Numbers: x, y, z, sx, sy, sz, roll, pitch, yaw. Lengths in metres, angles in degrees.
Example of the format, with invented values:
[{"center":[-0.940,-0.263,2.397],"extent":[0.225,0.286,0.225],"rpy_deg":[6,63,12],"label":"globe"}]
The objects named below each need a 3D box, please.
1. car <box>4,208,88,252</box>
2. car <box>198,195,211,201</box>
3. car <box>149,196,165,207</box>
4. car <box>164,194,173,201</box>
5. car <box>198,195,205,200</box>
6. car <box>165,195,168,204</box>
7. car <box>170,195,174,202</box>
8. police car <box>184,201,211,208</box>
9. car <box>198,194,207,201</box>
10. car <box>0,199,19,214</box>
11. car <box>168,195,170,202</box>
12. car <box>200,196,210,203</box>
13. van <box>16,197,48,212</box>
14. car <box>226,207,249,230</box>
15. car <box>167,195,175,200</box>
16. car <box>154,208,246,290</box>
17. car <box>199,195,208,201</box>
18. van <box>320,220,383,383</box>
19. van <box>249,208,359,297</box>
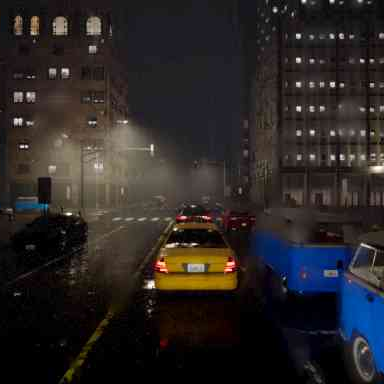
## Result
[{"center":[-5.682,1.567,13.878],"extent":[1.947,1.339,4.313],"rpy_deg":[1,0,0],"label":"car"},{"center":[2.693,1.529,63.196],"extent":[2.008,1.369,4.403],"rpy_deg":[1,0,0],"label":"car"},{"center":[-5.686,1.572,51.893],"extent":[1.802,1.307,4.206],"rpy_deg":[1,0,0],"label":"car"},{"center":[-5.687,1.400,80.151],"extent":[1.967,1.590,4.097],"rpy_deg":[1,0,0],"label":"car"},{"center":[2.690,1.472,91.624],"extent":[1.752,1.417,4.829],"rpy_deg":[1,0,0],"label":"car"},{"center":[-5.684,1.425,57.546],"extent":[1.967,1.590,4.097],"rpy_deg":[1,0,0],"label":"car"},{"center":[-5.688,1.517,74.499],"extent":[2.008,1.369,4.403],"rpy_deg":[1,0,0],"label":"car"},{"center":[0.102,1.505,19.375],"extent":[2.038,1.542,4.974],"rpy_deg":[0,0,0],"label":"police car"},{"center":[2.692,1.394,85.803],"extent":[1.967,1.590,4.097],"rpy_deg":[1,0,0],"label":"car"},{"center":[-19.847,1.620,32.380],"extent":[4.403,1.369,2.008],"rpy_deg":[0,0,1],"label":"car"},{"center":[-5.687,1.560,63.196],"extent":[1.802,1.307,4.206],"rpy_deg":[1,0,0],"label":"car"},{"center":[2.693,1.517,68.848],"extent":[1.887,1.381,4.507],"rpy_deg":[1,0,0],"label":"car"},{"center":[-19.740,1.524,40.761],"extent":[3.998,1.788,1.690],"rpy_deg":[0,0,1],"label":"van"},{"center":[2.698,1.545,19.450],"extent":[1.887,1.381,4.507],"rpy_deg":[1,0,0],"label":"car"},{"center":[-5.690,1.472,91.285],"extent":[1.752,1.417,4.829],"rpy_deg":[1,0,0],"label":"car"},{"center":[0.096,1.458,9.056],"extent":[1.801,1.575,5.366],"rpy_deg":[0,0,0],"label":"car"},{"center":[2.691,1.510,80.150],"extent":[2.008,1.369,4.403],"rpy_deg":[1,0,0],"label":"car"},{"center":[2.703,1.342,2.720],"extent":[1.690,1.788,3.998],"rpy_deg":[1,0,0],"label":"van"},{"center":[2.702,1.343,8.296],"extent":[1.690,1.788,3.998],"rpy_deg":[1,0,0],"label":"van"}]
